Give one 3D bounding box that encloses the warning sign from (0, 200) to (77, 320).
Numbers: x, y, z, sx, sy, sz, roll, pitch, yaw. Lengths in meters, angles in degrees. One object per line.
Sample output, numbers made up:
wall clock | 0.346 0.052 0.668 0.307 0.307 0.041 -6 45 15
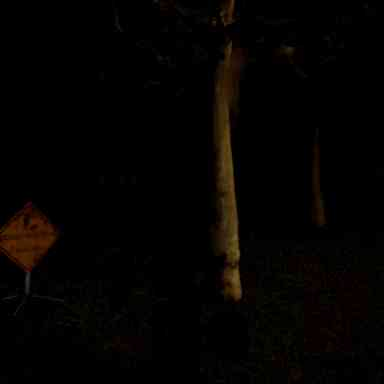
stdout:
warning sign | -3.025 1.102 6.128 1.060 1.860 1.300 1 0 36
